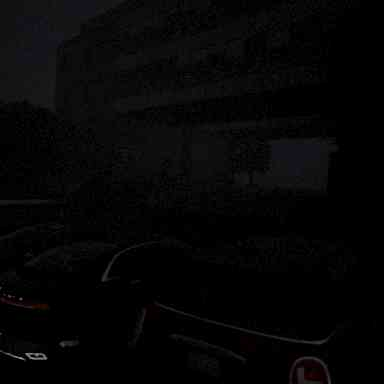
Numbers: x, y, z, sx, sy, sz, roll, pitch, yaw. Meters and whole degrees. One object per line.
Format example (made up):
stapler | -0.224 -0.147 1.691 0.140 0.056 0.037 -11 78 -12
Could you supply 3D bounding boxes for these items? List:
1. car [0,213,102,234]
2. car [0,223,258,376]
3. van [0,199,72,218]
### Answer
car | -3.210 1.435 7.570 2.231 1.521 4.892 0 0 35
car | -0.940 1.454 5.940 2.231 1.521 4.892 0 0 35
van | -5.555 1.189 9.089 1.878 1.987 4.442 0 0 35
